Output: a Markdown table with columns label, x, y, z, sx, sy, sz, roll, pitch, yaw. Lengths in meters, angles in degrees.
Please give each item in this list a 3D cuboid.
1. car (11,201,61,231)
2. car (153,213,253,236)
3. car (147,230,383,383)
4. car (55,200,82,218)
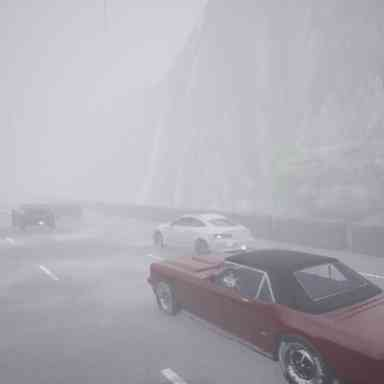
| label | x | y | z | sx | sy | sz | roll | pitch | yaw |
| --- | --- | --- | --- | --- | --- | --- | --- | --- | --- |
| car | -9.805 | 1.442 | 20.451 | 1.837 | 1.490 | 4.892 | 0 | 0 | -36 |
| car | 0.288 | 1.520 | 12.458 | 1.812 | 1.442 | 4.674 | 0 | 0 | -36 |
| car | 1.132 | 1.603 | 5.312 | 1.895 | 1.301 | 4.718 | 0 | 0 | -36 |
| car | -10.695 | 1.363 | 27.660 | 1.882 | 1.535 | 5.008 | 0 | 0 | -36 |
